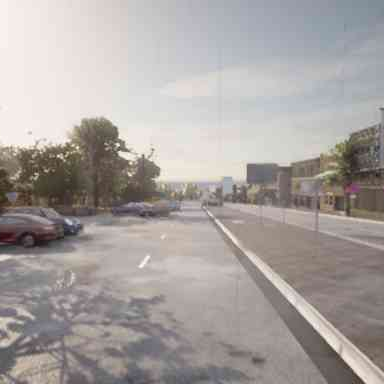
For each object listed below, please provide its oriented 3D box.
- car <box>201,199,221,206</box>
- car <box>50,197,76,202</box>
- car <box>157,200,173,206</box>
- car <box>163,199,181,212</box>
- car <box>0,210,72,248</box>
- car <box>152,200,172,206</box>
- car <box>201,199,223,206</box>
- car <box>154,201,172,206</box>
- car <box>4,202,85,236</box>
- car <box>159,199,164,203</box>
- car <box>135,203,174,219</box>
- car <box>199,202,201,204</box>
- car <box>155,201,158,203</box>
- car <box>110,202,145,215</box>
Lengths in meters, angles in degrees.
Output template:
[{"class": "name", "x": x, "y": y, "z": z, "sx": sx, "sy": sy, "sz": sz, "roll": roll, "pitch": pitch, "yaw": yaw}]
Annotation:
[{"class": "car", "x": 5.400, "y": 2.915, "z": 94.729, "sx": 5.566, "sy": 2.045, "sz": 2.435, "roll": 0, "pitch": -1, "yaw": 0}, {"class": "car", "x": -25.847, "y": 1.942, "z": 65.869, "sx": 5.566, "sy": 2.045, "sz": 2.150, "roll": 1, "pitch": 2, "yaw": 0}, {"class": "car", "x": -7.620, "y": 3.032, "z": 94.789, "sx": 4.553, "sy": 1.767, "sz": 2.185, "roll": 0, "pitch": -1, "yaw": 0}, {"class": "car", "x": -2.930, "y": 2.274, "z": 53.277, "sx": 2.097, "sy": 1.767, "sz": 4.553, "roll": 0, "pitch": -1, "yaw": 1}, {"class": "car", "x": -8.310, "y": 1.719, "z": 15.189, "sx": 4.674, "sy": 1.452, "sz": 2.002, "roll": 0, "pitch": -1, "yaw": 0}, {"class": "car", "x": -7.726, "y": 2.954, "z": 86.434, "sx": 5.008, "sy": 1.535, "sz": 2.097, "roll": 0, "pitch": -1, "yaw": 1}, {"class": "car", "x": 5.340, "y": 2.902, "z": 83.515, "sx": 4.892, "sy": 1.521, "sz": 2.231, "roll": 0, "pitch": -1, "yaw": 1}, {"class": "car", "x": -7.699, "y": 3.060, "z": 89.219, "sx": 4.674, "sy": 1.452, "sz": 2.002, "roll": 0, "pitch": -1, "yaw": 1}, {"class": "car", "x": -8.355, "y": 1.607, "z": 18.362, "sx": 4.553, "sy": 1.767, "sz": 2.185, "roll": 0, "pitch": -1, "yaw": 0}, {"class": "car", "x": -7.764, "y": 2.836, "z": 80.867, "sx": 5.008, "sy": 1.535, "sz": 2.097, "roll": 0, "pitch": -1, "yaw": 1}, {"class": "car", "x": -3.921, "y": 2.130, "z": 35.469, "sx": 1.895, "sy": 1.301, "sz": 4.718, "roll": 1, "pitch": -2, "yaw": 16}, {"class": "car", "x": 5.330, "y": 2.711, "z": 86.321, "sx": 5.566, "sy": 2.045, "sz": 2.435, "roll": 0, "pitch": -1, "yaw": 0}, {"class": "car", "x": -8.056, "y": 2.275, "z": 49.239, "sx": 5.008, "sy": 1.535, "sz": 2.097, "roll": 0, "pitch": -1, "yaw": 1}, {"class": "car", "x": -8.105, "y": 2.200, "z": 42.690, "sx": 4.674, "sy": 1.452, "sz": 2.002, "roll": 0, "pitch": -1, "yaw": 1}]
